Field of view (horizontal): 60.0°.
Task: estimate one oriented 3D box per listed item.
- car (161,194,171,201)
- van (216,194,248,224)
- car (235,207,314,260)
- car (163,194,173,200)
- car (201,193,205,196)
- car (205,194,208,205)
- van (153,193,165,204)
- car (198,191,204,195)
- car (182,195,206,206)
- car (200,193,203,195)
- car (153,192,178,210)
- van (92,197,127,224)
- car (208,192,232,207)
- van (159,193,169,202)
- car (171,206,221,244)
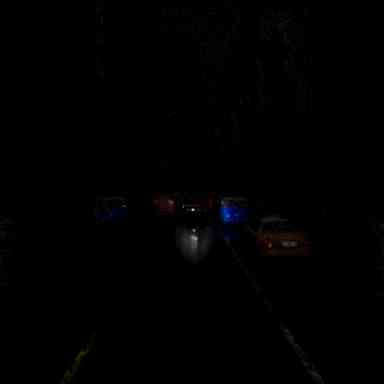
[{"bbox_3d":[-5.669,1.176,73.807,1.752,1.417,4.829,0,0,0],"label":"car"},{"bbox_3d":[2.852,1.236,23.145,1.690,1.788,3.998,0,0,0],"label":"van"},{"bbox_3d":[2.852,1.471,12.019,1.752,1.417,4.829,0,0,0],"label":"car"},{"bbox_3d":[-5.669,1.189,79.627,1.947,1.339,4.313,0,0,0],"label":"car"},{"bbox_3d":[2.855,1.311,51.389,2.008,1.369,4.403,0,0,0],"label":"car"},{"bbox_3d":[3.108,1.031,40.982,2.150,2.045,5.566,0,0,0],"label":"car"},{"bbox_3d":[-5.671,1.073,57.030,1.690,1.788,3.998,0,0,0],"label":"van"},{"bbox_3d":[2.855,1.090,73.982,1.967,1.590,4.097,0,0,0],"label":"car"},{"bbox_3d":[0.095,1.357,32.178,1.837,1.490,4.892,0,0,0],"label":"car"},{"bbox_3d":[2.855,1.283,57.038,2.008,1.369,4.403,0,0,0],"label":"car"},{"bbox_3d":[-3.093,1.173,38.865,2.097,1.767,4.553,0,0,0],"label":"car"},{"bbox_3d":[-5.673,1.236,23.138,1.690,1.788,3.998,0,0,0],"label":"van"},{"bbox_3d":[3.108,1.072,33.982,2.150,2.045,5.566,0,0,0],"label":"car"},{"bbox_3d":[-5.671,1.018,68.328,1.690,1.788,3.998,0,0,0],"label":"van"},{"bbox_3d":[0.093,1.532,15.358,1.895,1.301,4.718,0,0,0],"label":"car"}]
